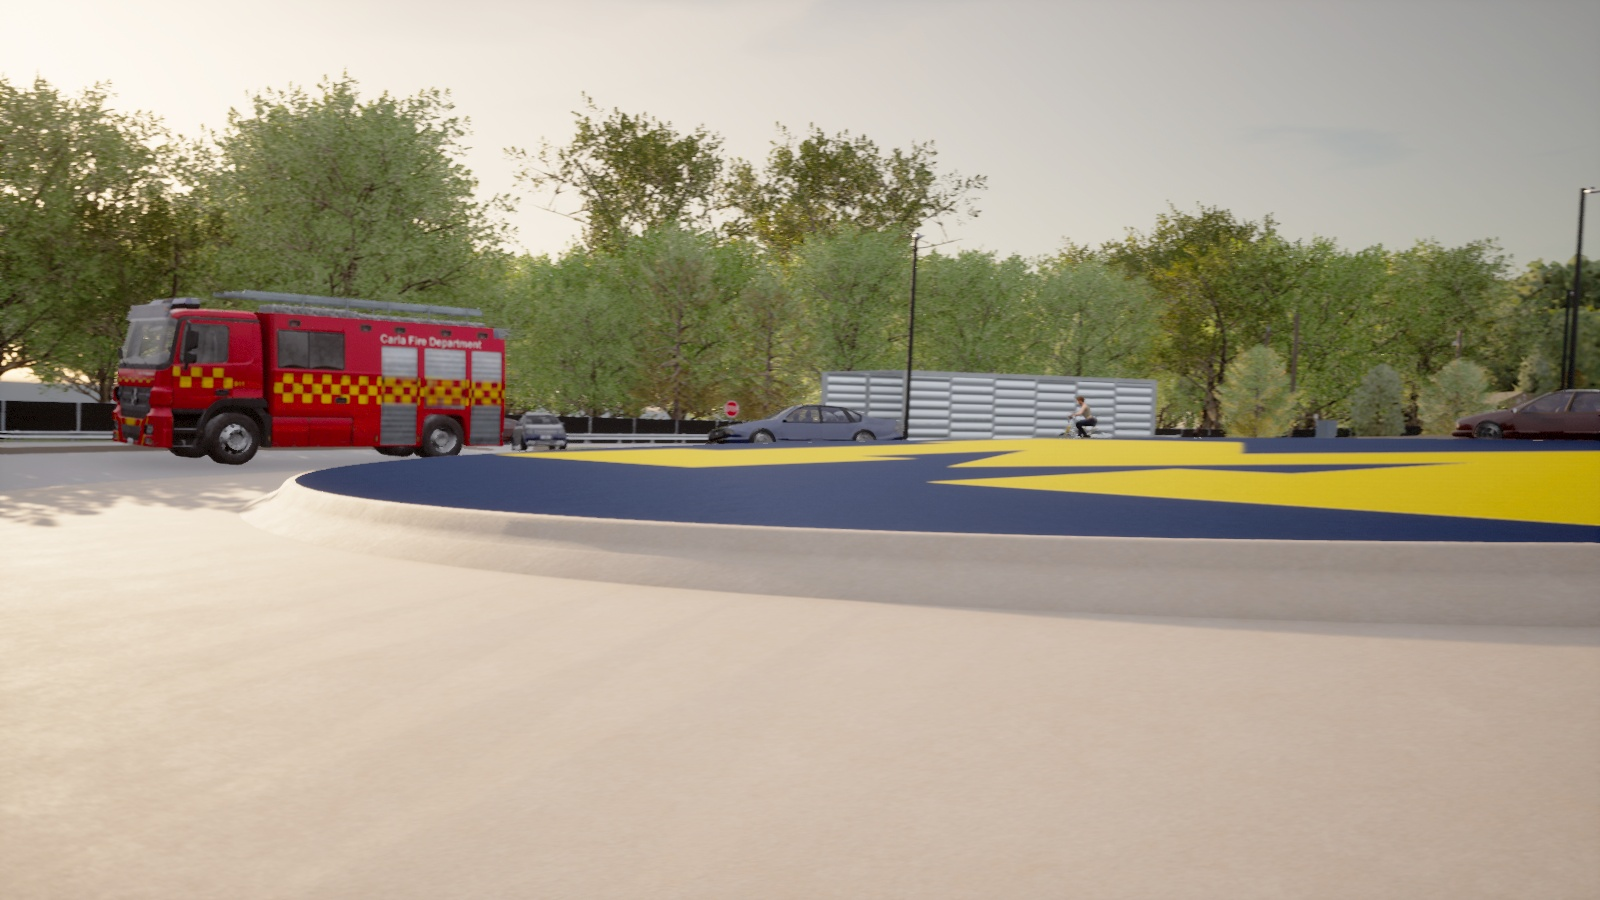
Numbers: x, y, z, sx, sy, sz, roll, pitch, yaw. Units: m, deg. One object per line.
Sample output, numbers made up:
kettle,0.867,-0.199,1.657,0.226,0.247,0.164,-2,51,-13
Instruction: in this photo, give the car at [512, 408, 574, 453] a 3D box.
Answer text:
car,-9.769,-0.699,47.538,1.789,1.549,3.705,0,-1,-20

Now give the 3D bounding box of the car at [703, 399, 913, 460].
car,0.222,-0.513,34.316,5.357,1.411,2.033,1,-4,-24

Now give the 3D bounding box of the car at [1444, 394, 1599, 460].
car,17.744,-0.503,28.449,2.033,1.411,5.357,2,0,-29

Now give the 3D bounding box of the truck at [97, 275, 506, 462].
truck,-11.472,-1.758,29.691,2.891,3.827,8.468,5,4,44

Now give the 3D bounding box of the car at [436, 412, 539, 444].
car,-15.648,-1.079,62.957,4.674,1.442,1.812,1,2,-29

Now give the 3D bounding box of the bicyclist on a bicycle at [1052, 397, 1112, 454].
bicyclist on a bicycle,8.371,-0.717,37.312,1.509,1.612,0.866,-2,2,29
